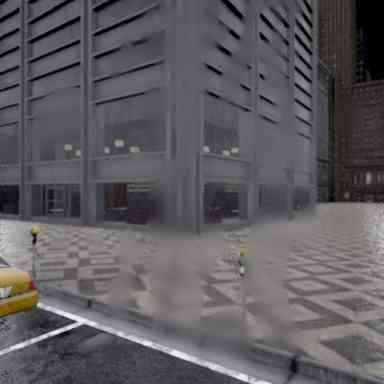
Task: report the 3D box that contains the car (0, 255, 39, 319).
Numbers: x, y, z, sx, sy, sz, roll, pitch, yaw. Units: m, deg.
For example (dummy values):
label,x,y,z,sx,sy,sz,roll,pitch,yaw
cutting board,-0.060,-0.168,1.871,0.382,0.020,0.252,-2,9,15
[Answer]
label,x,y,z,sx,sy,sz,roll,pitch,yaw
car,-4.887,1.538,6.419,4.829,1.417,1.752,0,0,35
